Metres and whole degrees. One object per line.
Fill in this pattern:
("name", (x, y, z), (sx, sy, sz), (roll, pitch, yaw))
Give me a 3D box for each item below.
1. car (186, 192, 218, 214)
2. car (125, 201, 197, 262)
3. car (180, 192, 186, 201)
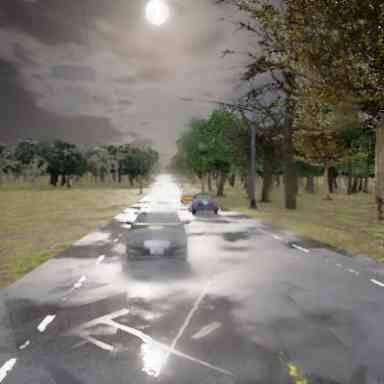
("car", (0.891, 0.885, 28.653), (2.097, 1.767, 4.553), (0, 1, -5))
("car", (-1.171, 1.300, 11.476), (2.128, 1.511, 4.902), (0, 1, -5))
("car", (-0.626, 0.670, 45.636), (1.882, 1.535, 5.008), (0, 1, -5))
